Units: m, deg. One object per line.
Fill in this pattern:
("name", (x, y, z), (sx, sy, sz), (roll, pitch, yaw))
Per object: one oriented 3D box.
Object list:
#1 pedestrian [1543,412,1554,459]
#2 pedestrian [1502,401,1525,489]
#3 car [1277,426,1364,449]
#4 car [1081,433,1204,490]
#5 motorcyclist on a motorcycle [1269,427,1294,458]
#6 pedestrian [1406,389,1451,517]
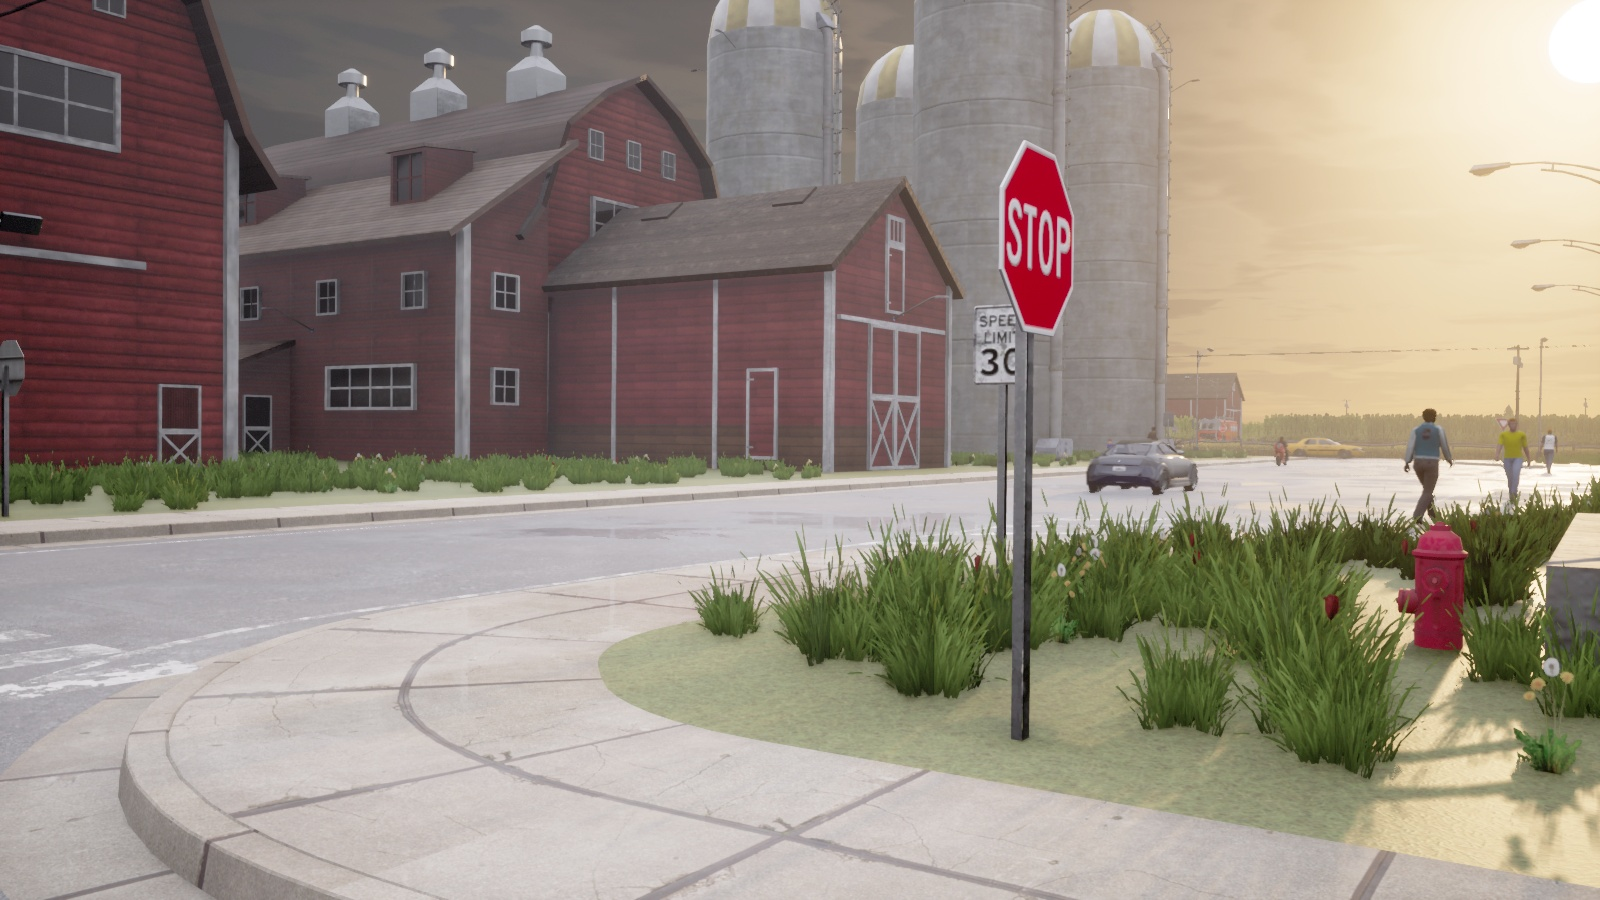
("pedestrian", (29.470, -0.555, 49.420), (0.354, 1.836, 0.706), (0, 1, 32))
("pedestrian", (15.002, -0.110, 26.391), (0.354, 1.836, 0.706), (0, 1, 35))
("car", (36.466, -0.862, 87.990), (5.366, 1.575, 1.801), (0, 1, 33))
("car", (9.136, 0.258, 33.282), (1.994, 1.385, 4.181), (0, 1, 33))
("motorcyclist on a motorcycle", (24.400, -0.376, 63.654), (0.797, 1.523, 2.044), (0, 1, 33))
("pedestrian", (9.646, 0.036, 19.263), (0.692, 1.930, 0.396), (-1, 1, -43))
